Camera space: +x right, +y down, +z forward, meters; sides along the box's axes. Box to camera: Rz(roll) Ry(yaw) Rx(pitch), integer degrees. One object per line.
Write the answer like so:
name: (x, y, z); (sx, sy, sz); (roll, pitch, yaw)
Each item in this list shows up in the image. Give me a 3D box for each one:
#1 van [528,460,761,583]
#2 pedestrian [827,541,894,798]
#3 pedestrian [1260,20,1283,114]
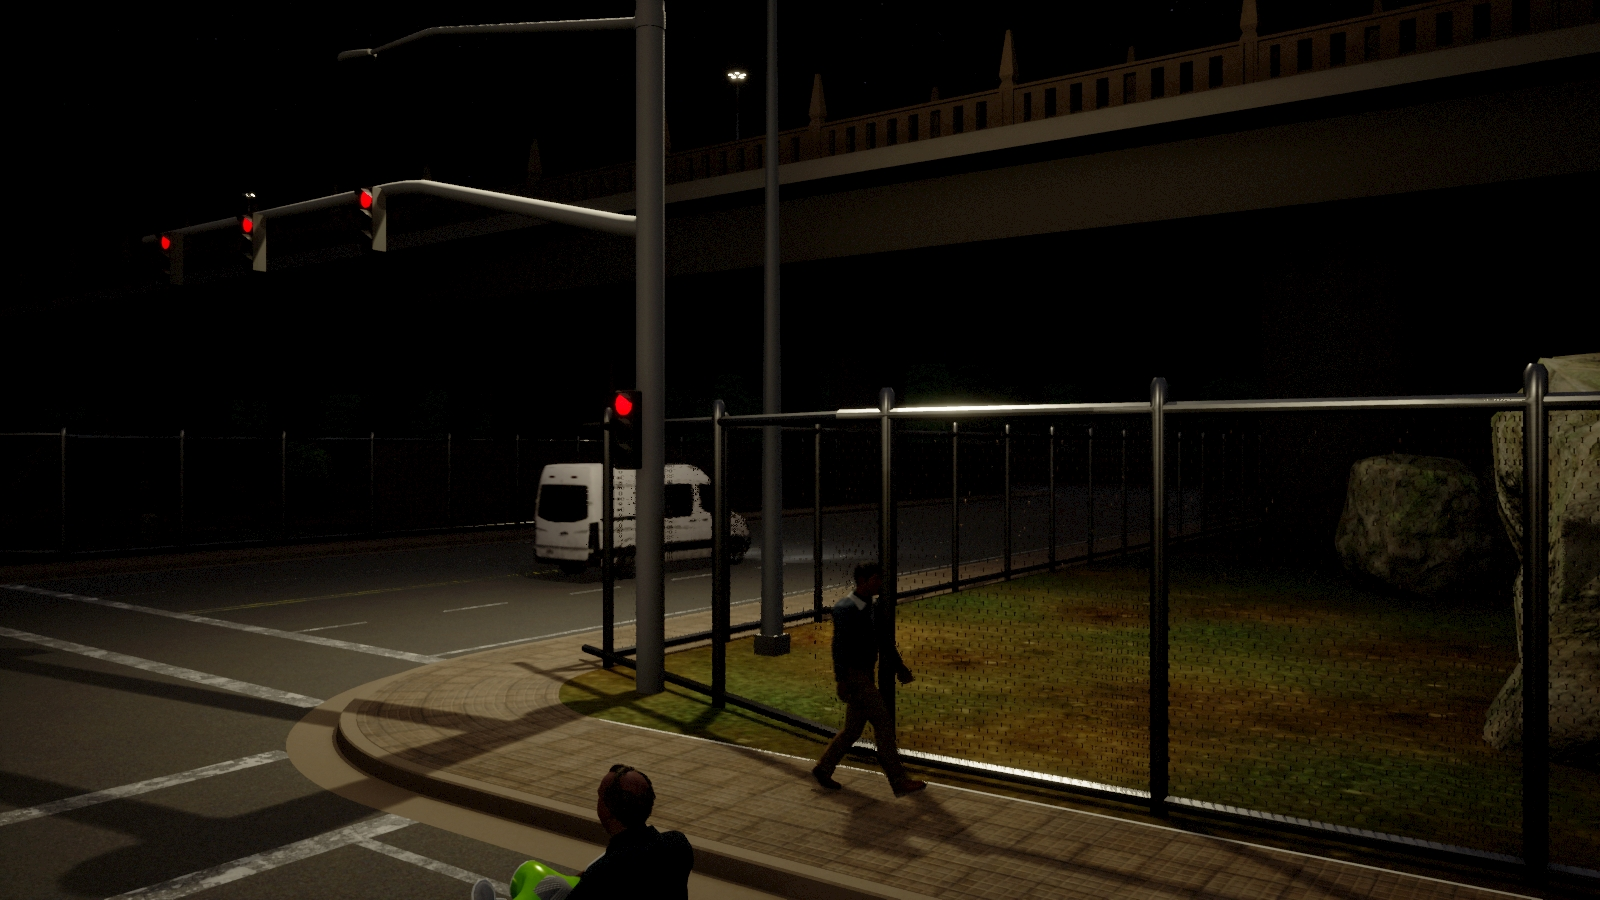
van: (-3.509, 1.534, 27.164); (1.988, 2.561, 5.915); (0, 0, 35)
pedestrian: (0.462, 1.643, 8.711); (0.375, 1.860, 0.375); (0, 0, 33)
pedestrian: (10.240, -8.303, 24.803); (0.375, 1.860, 0.375); (0, 0, 35)
